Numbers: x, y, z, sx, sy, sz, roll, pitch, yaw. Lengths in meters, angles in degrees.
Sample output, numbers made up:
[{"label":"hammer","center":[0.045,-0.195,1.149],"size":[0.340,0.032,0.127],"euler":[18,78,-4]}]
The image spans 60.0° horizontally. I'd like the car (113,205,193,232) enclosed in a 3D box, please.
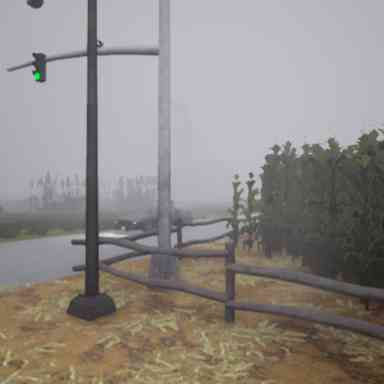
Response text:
[{"label":"car","center":[-2.067,1.512,19.631],"size":[2.033,1.411,5.357],"euler":[0,0,35]}]
